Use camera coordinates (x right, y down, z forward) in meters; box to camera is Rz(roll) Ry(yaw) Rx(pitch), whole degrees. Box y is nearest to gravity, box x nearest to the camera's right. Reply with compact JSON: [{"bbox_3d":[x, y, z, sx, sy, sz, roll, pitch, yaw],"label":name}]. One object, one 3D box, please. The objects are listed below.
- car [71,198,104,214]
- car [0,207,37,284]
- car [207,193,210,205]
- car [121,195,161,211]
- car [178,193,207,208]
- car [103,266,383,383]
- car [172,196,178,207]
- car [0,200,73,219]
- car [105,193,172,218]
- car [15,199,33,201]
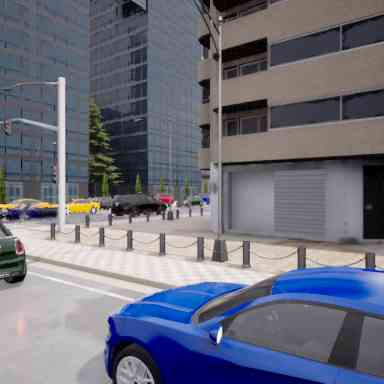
[{"bbox_3d":[-11.465,1.422,32.645,1.882,1.535,5.008,0,0,36],"label":"car"},{"bbox_3d":[-6.209,1.352,8.413,4.553,1.767,2.097,0,0,36],"label":"car"},{"bbox_3d":[1.127,1.166,55.958,2.150,2.045,5.566,0,0,36],"label":"car"},{"bbox_3d":[-6.095,1.296,40.064,2.097,1.767,4.553,0,0,36],"label":"car"},{"bbox_3d":[-0.288,1.296,48.073,2.097,1.767,4.553,0,0,36],"label":"car"},{"bbox_3d":[1.287,1.478,3.073,5.008,1.535,1.882,0,0,36],"label":"car"},{"bbox_3d":[-4.896,1.166,47.689,2.150,2.045,5.566,0,0,35],"label":"car"},{"bbox_3d":[-12.013,1.545,25.572,1.895,1.301,4.718,0,0,36],"label":"car"},{"bbox_3d":[-4.668,1.166,29.754,2.150,2.045,5.566,0,0,36],"label":"car"},{"bbox_3d":[-16.321,1.422,31.915,1.882,1.535,5.008,0,0,36],"label":"car"}]
